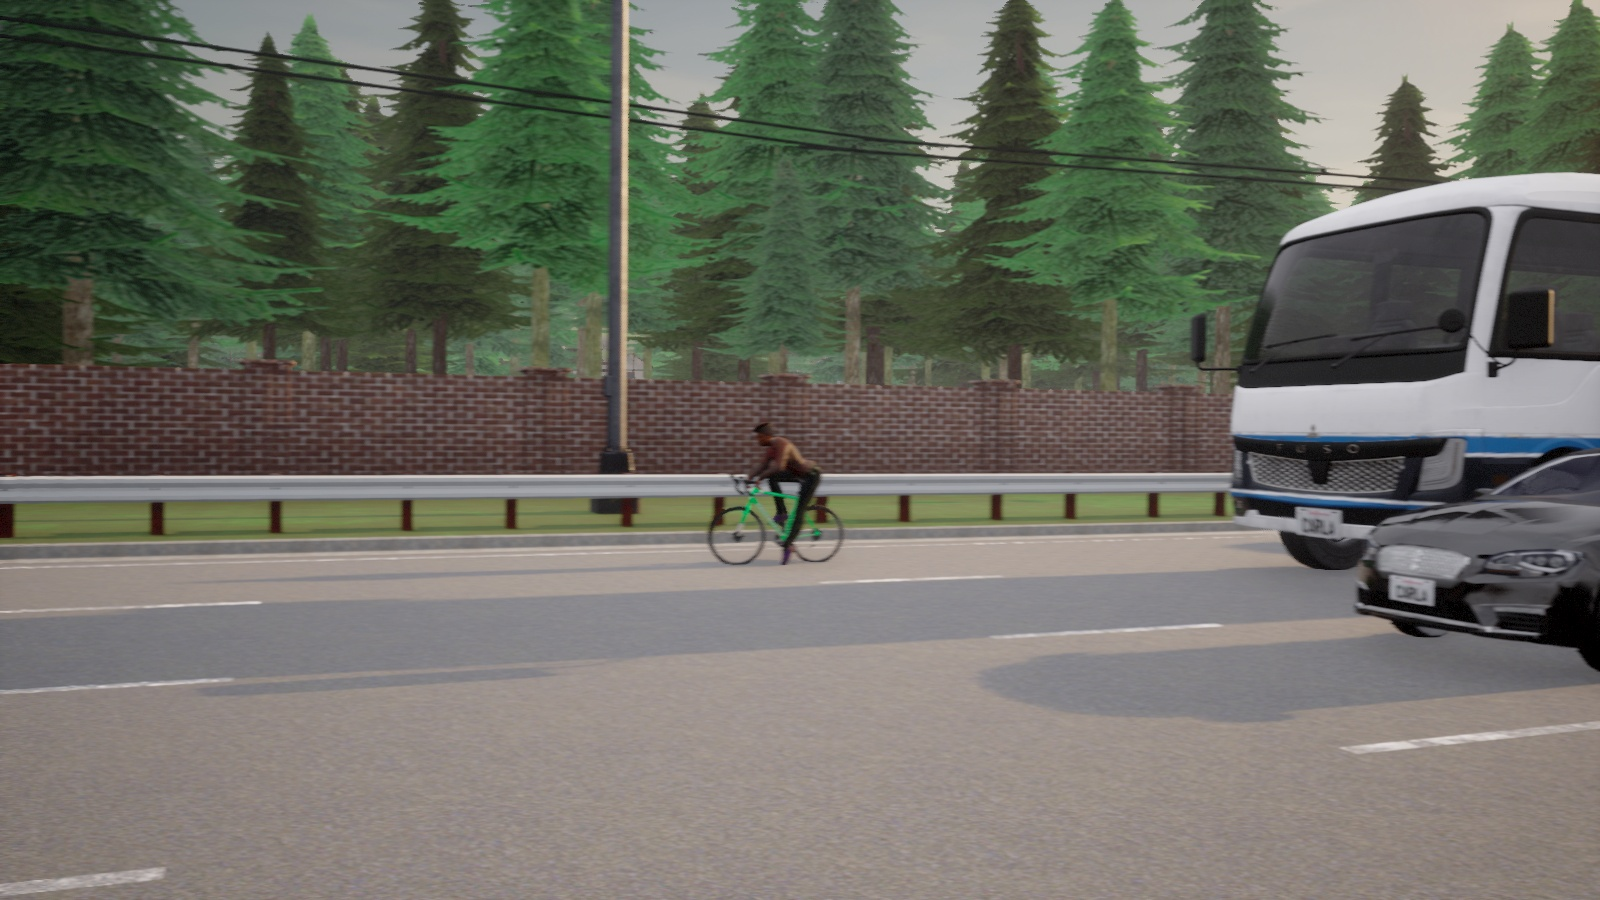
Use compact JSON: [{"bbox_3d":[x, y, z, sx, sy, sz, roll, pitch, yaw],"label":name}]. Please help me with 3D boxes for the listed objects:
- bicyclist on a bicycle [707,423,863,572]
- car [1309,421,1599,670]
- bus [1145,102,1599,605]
[{"bbox_3d":[-0.170,0.518,14.405,1.656,1.620,0.582,-1,1,-21],"label":"bicyclist on a bicycle"},{"bbox_3d":[6.559,0.529,9.472,4.902,1.511,2.128,-1,1,-21],"label":"car"},{"bbox_3d":[9.450,-0.914,14.297,10.273,4.253,3.944,-1,1,-21],"label":"bus"}]
